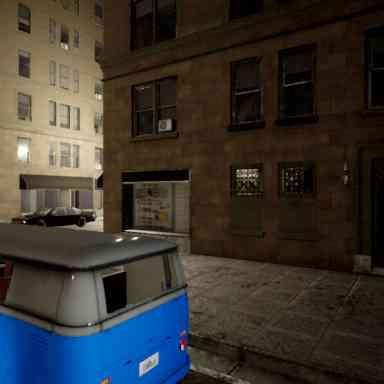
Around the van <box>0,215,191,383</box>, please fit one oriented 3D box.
[{"bbox_3d":[-1.944,1.342,4.071,3.998,1.788,1.690,0,0,33],"label":"van"}]

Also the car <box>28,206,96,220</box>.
[{"bbox_3d":[-8.770,1.631,21.481,2.033,1.411,5.357,0,0,33],"label":"car"}]
